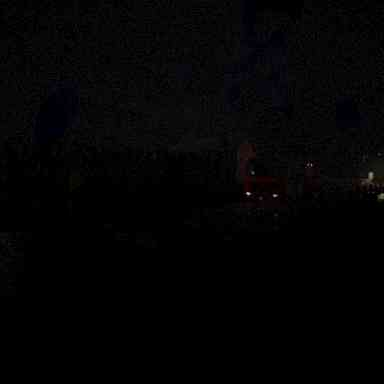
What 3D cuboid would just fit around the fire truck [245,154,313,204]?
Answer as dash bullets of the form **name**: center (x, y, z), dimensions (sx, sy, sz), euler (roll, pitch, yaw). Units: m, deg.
- **fire truck**: center (7.604, -1.136, 28.076), dimensions (2.891, 3.827, 8.468), euler (4, 5, 35)
